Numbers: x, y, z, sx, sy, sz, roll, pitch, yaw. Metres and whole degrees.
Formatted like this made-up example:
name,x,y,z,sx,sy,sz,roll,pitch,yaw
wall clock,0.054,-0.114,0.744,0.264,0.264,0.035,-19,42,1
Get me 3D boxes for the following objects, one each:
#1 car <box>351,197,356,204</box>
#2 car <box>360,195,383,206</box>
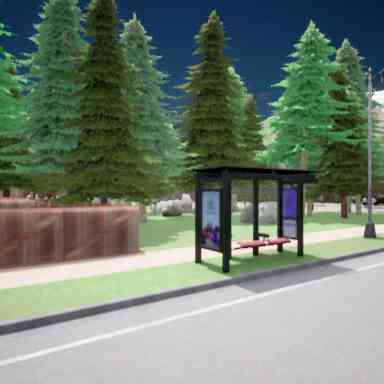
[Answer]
name,x,y,z,sx,sy,sz,roll,pitch,yaw
car,25.780,1.121,51.767,3.866,1.878,1.905,0,0,-37
car,27.598,1.119,49.988,4.605,1.855,1.932,0,0,-37
